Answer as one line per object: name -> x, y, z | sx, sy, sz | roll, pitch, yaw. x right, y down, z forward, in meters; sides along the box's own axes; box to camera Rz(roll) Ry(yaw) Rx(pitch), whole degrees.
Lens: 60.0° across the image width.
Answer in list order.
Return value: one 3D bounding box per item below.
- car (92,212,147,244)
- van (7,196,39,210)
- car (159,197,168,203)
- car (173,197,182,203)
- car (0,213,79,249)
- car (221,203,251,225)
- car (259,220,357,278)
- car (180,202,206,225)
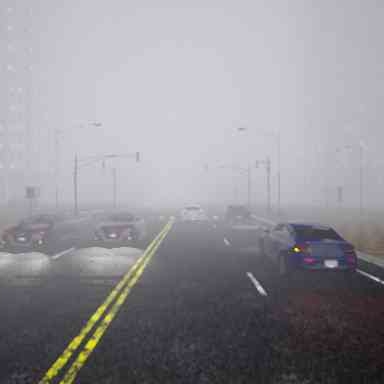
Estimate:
car -> -3.360, 1.660, 16.102 | 1.994, 1.385, 4.181 | 0, 0, 0
van -> -22.721, 1.454, 44.815 | 3.998, 1.788, 1.690 | 0, 0, 1
car -> -6.628, 1.871, 76.960 | 1.837, 1.490, 4.892 | 0, 0, 0
car -> -3.380, 1.923, 77.091 | 1.994, 1.385, 4.181 | 0, 0, 0
car -> -6.611, 1.653, 14.918 | 1.994, 1.385, 4.181 | 0, 0, 0
car -> 3.310, 1.624, 25.740 | 1.882, 1.535, 5.008 | 0, 0, 0
car -> 3.337, 1.589, 10.287 | 1.812, 1.442, 4.674 | 0, -1, 0
car -> 0.063, 1.671, 25.359 | 1.812, 1.442, 4.674 | 0, 0, 0
